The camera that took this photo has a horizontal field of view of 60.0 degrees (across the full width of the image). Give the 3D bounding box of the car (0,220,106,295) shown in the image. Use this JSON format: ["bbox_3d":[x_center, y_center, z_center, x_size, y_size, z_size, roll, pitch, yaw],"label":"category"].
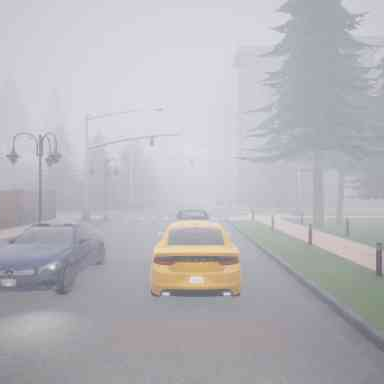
[{"bbox_3d":[-3.613,1.526,8.867,1.812,1.442,4.674,0,0,0],"label":"car"}]

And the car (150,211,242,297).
[{"bbox_3d":[0.078,1.478,8.636,1.882,1.535,5.008,0,0,0],"label":"car"}]
